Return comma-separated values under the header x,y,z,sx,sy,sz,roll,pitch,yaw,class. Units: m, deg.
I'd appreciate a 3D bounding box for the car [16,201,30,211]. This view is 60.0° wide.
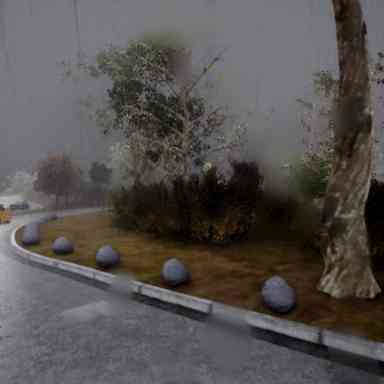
x,y,z,sx,sy,sz,roll,pitch,yaw,class
-25.447,2.072,49.197,2.033,1.411,5.357,0,0,-13,car

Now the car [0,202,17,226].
x,y,z,sx,sy,sz,roll,pitch,yaw,class
-14.675,1.691,24.360,1.882,1.535,5.008,0,-1,-15,car

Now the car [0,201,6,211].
x,y,z,sx,sy,sz,roll,pitch,yaw,class
-28.538,2.093,47.789,1.994,1.385,4.181,0,-1,-14,car
